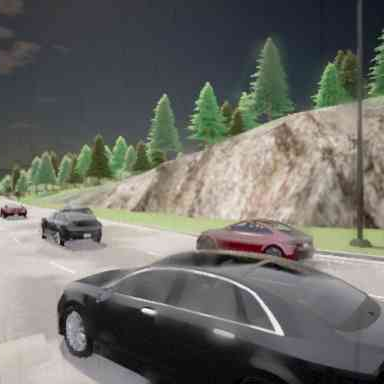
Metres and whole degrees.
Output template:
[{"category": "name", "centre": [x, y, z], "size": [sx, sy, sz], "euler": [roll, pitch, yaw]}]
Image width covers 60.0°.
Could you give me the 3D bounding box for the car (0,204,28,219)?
[{"category": "car", "centre": [-17.058, 1.778, 31.701], "size": [1.895, 1.301, 4.718], "euler": [0, 0, -35]}]

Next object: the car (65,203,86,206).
[{"category": "car", "centre": [-9.673, 1.659, 27.212], "size": [2.128, 1.511, 4.902], "euler": [0, 0, -35]}]

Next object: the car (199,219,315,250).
[{"category": "car", "centre": [2.142, 1.657, 11.860], "size": [4.181, 1.385, 1.994], "euler": [0, -1, 43]}]

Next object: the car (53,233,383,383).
[{"category": "car", "centre": [0.113, 1.539, 4.333], "size": [4.892, 1.490, 1.837], "euler": [0, 0, 39]}]

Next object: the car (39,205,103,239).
[{"category": "car", "centre": [-5.894, 1.603, 15.968], "size": [1.837, 1.490, 4.892], "euler": [0, 0, -37]}]
